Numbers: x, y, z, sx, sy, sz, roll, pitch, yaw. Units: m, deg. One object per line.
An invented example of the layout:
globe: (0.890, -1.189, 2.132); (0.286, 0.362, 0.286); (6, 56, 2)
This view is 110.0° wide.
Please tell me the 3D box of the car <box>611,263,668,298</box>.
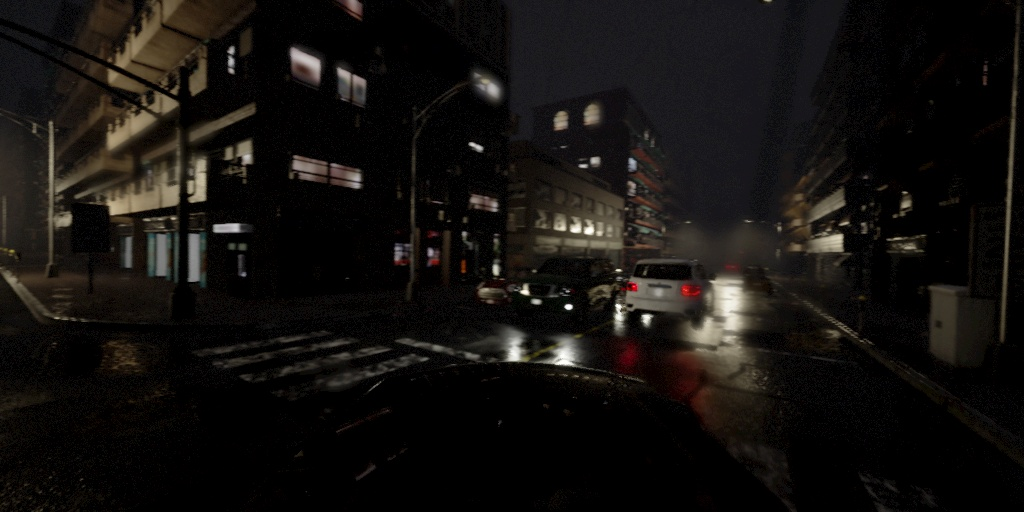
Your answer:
car: (7.651, 1.311, 21.154); (2.097, 1.767, 4.553); (2, 0, 33)

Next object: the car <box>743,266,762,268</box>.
car: (22.536, 1.952, 33.400); (1.751, 1.417, 4.829); (0, 0, 33)

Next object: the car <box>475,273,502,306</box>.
car: (0.297, 1.169, 14.685); (1.967, 1.591, 4.097); (0, 0, 33)

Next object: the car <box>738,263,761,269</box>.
car: (25.459, 1.831, 37.885); (2.192, 1.841, 5.009); (0, 0, 33)

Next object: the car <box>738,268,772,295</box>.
car: (16.460, 1.770, 24.174); (1.751, 1.417, 4.829); (0, 0, 33)

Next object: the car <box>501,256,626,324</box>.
car: (2.152, 1.017, 12.763); (2.150, 2.045, 5.566); (2, 0, 31)

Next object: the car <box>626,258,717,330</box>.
car: (5.578, 1.136, 12.312); (2.150, 2.045, 5.566); (2, 0, 33)
